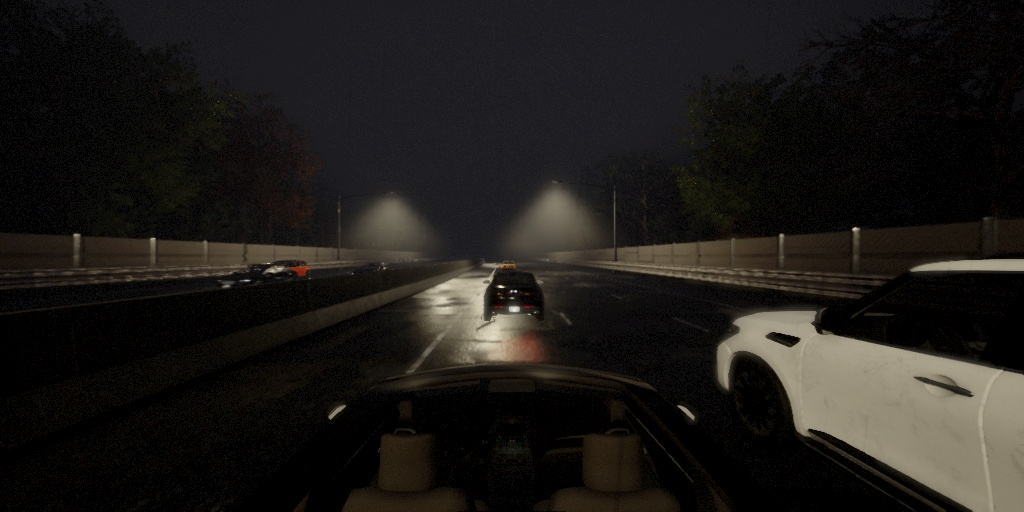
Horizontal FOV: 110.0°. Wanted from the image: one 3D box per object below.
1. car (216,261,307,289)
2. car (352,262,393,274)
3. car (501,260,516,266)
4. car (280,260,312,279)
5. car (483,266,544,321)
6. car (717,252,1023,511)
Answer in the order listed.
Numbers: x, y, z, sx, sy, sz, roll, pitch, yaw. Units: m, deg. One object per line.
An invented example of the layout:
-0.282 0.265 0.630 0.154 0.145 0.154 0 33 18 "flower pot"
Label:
-14.188 1.249 20.291 2.128 1.511 4.902 0 0 0 "car"
-10.719 1.251 27.760 2.128 1.511 4.902 0 0 -1 "car"
-0.444 1.222 44.461 1.801 1.575 5.366 0 0 -1 "car"
-17.719 1.109 27.976 2.097 1.767 4.553 0 0 -1 "car"
0.052 1.259 12.558 1.837 1.490 4.892 0 0 0 "car"
3.595 0.971 2.024 2.150 2.045 5.566 0 0 0 "car"
